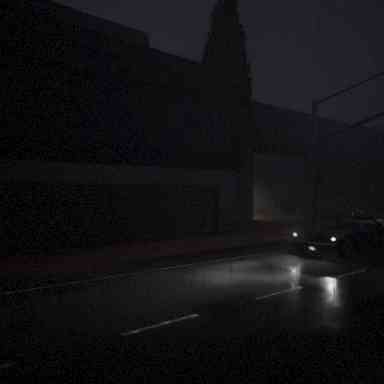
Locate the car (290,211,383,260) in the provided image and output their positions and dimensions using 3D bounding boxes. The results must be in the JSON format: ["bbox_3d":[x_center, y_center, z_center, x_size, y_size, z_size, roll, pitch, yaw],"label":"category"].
[{"bbox_3d":[5.822,1.601,12.631,4.718,1.301,1.895,0,0,-38],"label":"car"}]

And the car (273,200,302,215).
[{"bbox_3d":[10.126,1.493,32.219,2.128,1.511,4.902,0,0,-37],"label":"car"}]

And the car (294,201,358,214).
[{"bbox_3d":[10.639,1.601,25.683,1.895,1.301,4.718,0,0,-37],"label":"car"}]

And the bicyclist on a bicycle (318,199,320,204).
[{"bbox_3d":[16.214,1.303,43.252,1.656,1.620,0.582,0,0,-37],"label":"bicyclist on a bicycle"}]
